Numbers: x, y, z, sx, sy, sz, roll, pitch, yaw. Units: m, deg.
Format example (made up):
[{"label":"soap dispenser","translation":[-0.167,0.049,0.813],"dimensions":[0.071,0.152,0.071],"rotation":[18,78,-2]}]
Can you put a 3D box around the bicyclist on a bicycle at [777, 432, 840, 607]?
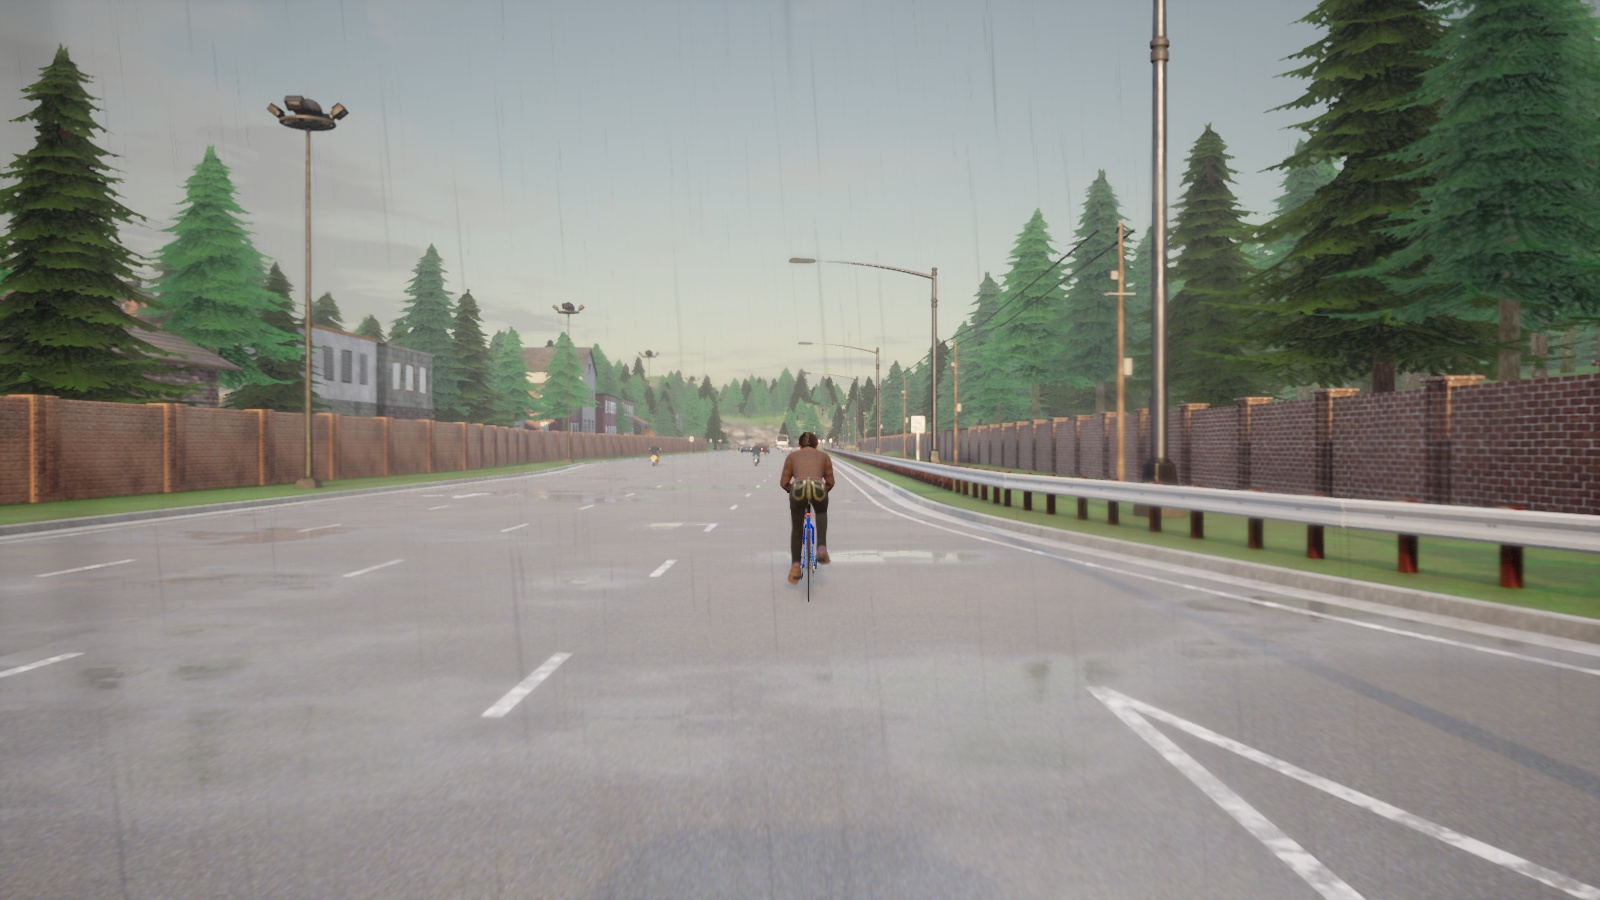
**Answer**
[{"label":"bicyclist on a bicycle","translation":[0.084,0.645,12.434],"dimensions":[0.582,1.620,1.656],"rotation":[0,0,0]}]
